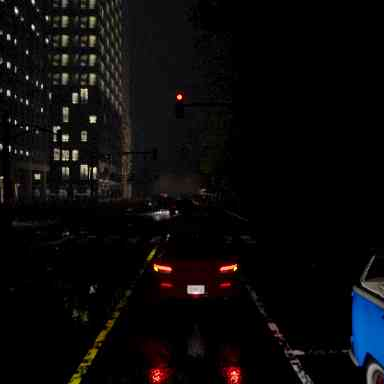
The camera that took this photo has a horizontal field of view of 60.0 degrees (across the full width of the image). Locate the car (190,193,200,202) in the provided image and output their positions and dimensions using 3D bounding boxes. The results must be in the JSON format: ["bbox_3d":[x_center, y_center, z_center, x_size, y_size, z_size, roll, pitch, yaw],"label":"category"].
[{"bbox_3d":[0.724,1.271,78.931,2.192,1.841,5.009,0,0,-3],"label":"car"}]

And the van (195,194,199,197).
[{"bbox_3d":[1.738,1.322,51.219,1.690,1.788,3.998,0,0,-2],"label":"van"}]

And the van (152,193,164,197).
[{"bbox_3d":[-6.637,1.314,61.926,1.690,1.788,3.998,0,0,-2],"label":"van"}]

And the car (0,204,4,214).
[{"bbox_3d":[-18.226,1.377,28.493,4.206,1.307,1.802,1,0,3],"label":"car"}]

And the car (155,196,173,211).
[{"bbox_3d":[-3.415,1.551,40.418,1.994,1.385,4.181,0,0,-3],"label":"car"}]

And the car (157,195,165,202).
[{"bbox_3d":[-7.292,1.501,78.556,1.887,1.381,4.507,0,0,-2],"label":"car"}]

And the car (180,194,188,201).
[{"bbox_3d":[-1.916,1.264,80.577,1.882,1.535,5.008,0,0,-3],"label":"car"}]

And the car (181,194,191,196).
[{"bbox_3d":[-1.495,1.552,70.602,1.895,1.301,4.718,0,0,-2],"label":"car"}]

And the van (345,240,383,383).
[{"bbox_3d":[2.558,1.341,2.132,1.690,1.788,3.998,0,0,0],"label":"van"}]

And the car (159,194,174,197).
[{"bbox_3d":[-3.659,1.486,50.453,1.837,1.490,4.892,0,0,-1],"label":"car"}]

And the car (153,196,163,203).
[{"bbox_3d":[-6.839,1.512,67.469,1.887,1.381,4.507,0,0,-2],"label":"car"}]

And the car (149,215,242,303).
[{"bbox_3d":[0.052,1.525,8.067,1.812,1.442,4.674,0,0,0],"label":"car"}]

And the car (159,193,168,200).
[{"bbox_3d":[-8.094,1.252,95.181,2.192,1.841,5.009,0,0,-3],"label":"car"}]

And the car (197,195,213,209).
[{"bbox_3d":[1.890,1.509,45.847,1.752,1.417,4.829,0,0,-2],"label":"car"}]

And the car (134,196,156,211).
[{"bbox_3d":[-5.840,1.539,39.755,2.008,1.369,4.403,0,0,-1],"label":"car"}]

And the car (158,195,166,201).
[{"bbox_3d":[-7.544,1.532,84.100,1.802,1.307,4.206,0,0,-3],"label":"car"}]

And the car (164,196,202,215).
[{"bbox_3d":[-0.731,1.498,31.912,1.837,1.490,4.892,2,1,15],"label":"car"}]

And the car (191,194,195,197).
[{"bbox_3d":[1.171,1.492,68.013,1.752,1.417,4.829,0,0,-2],"label":"car"}]
